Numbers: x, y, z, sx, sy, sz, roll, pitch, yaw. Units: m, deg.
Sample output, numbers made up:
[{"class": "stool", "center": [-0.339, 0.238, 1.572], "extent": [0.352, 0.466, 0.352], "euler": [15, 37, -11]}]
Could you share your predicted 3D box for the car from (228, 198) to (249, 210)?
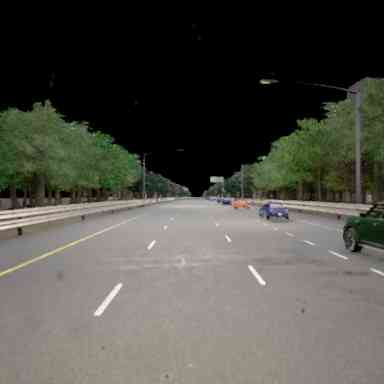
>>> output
[{"class": "car", "center": [7.146, 1.672, 49.825], "extent": [2.097, 1.767, 4.553], "euler": [0, -1, 0]}]

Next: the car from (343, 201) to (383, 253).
[{"class": "car", "center": [7.008, 1.236, 10.739], "extent": [2.150, 2.045, 5.566], "euler": [0, 0, 0]}]

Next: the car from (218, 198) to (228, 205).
[{"class": "car", "center": [7.294, 2.083, 71.381], "extent": [1.882, 1.535, 5.008], "euler": [0, -1, 0]}]

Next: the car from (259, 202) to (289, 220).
[{"class": "car", "center": [7.052, 1.634, 28.909], "extent": [1.812, 1.442, 4.674], "euler": [0, 0, 0]}]

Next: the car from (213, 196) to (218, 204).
[{"class": "car", "center": [7.444, 2.340, 88.363], "extent": [1.837, 1.490, 4.892], "euler": [0, -1, 1]}]
